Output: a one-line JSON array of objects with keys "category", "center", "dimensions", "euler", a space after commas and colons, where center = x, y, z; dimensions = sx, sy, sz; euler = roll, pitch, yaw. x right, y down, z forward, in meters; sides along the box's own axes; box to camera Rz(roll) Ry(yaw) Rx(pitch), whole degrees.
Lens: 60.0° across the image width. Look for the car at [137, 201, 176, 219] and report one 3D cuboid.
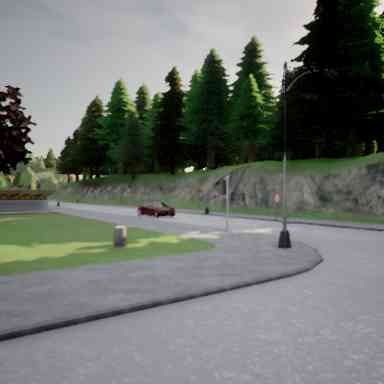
[{"category": "car", "center": [-3.397, 1.594, 31.066], "dimensions": [1.882, 1.535, 5.008], "euler": [1, 0, -35]}]
